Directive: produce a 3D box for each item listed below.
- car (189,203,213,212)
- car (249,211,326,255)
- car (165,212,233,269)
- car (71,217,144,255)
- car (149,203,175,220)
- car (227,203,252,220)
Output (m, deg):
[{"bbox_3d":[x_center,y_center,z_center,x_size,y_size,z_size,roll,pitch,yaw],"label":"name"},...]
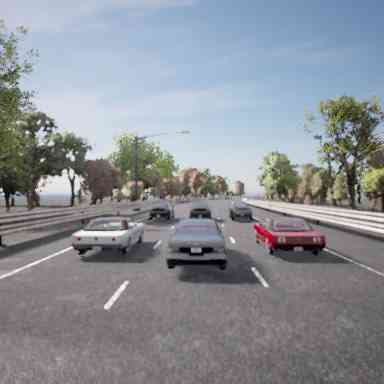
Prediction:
[{"bbox_3d":[0.806,1.728,30.191,1.837,1.490,4.892,0,0,3],"label":"car"},{"bbox_3d":[3.757,1.700,13.714,1.895,1.301,4.718,0,0,2],"label":"car"},{"bbox_3d":[0.187,1.630,11.467,2.033,1.411,5.357,0,0,2],"label":"car"},{"bbox_3d":[-3.244,1.700,13.825,1.895,1.301,4.718,0,0,2],"label":"car"},{"bbox_3d":[-2.695,1.730,30.284,1.837,1.490,4.892,0,0,3],"label":"car"},{"bbox_3d":[4.301,1.713,29.984,2.128,1.511,4.902,0,0,3],"label":"car"}]
